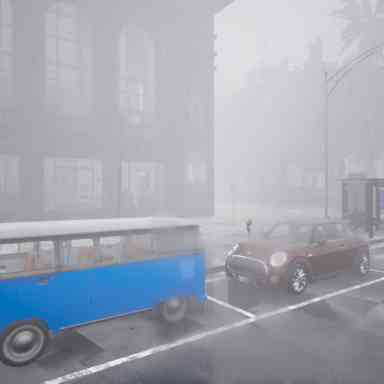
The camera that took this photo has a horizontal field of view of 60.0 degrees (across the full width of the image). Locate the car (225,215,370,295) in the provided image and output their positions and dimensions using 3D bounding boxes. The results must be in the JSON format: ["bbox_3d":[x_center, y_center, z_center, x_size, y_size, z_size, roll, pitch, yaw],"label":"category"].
[{"bbox_3d":[2.782,1.439,8.622,4.097,1.590,1.967,0,0,-35],"label":"car"}]

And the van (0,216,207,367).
[{"bbox_3d":[-1.641,1.341,5.479,3.998,1.788,1.690,0,0,-35],"label":"van"}]
